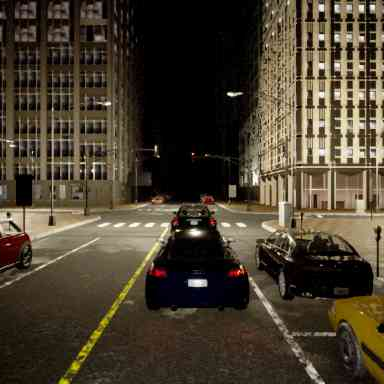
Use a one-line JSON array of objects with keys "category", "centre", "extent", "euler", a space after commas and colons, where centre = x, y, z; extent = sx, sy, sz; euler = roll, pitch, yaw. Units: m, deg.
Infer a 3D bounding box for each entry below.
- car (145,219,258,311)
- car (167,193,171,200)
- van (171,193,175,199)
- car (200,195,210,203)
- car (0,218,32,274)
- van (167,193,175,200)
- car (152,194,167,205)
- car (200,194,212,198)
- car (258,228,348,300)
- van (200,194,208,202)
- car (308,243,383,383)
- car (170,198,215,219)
[{"category": "car", "centre": [0.096, 1.563, 7.821], "extent": [1.994, 1.385, 4.181], "euler": [0, 0, 0]}, {"category": "car", "centre": [-5.764, 1.251, 63.106], "extent": [2.192, 1.841, 5.009], "euler": [0, 0, 0]}, {"category": "van", "centre": [-5.747, 1.236, 80.161], "extent": [1.690, 1.788, 3.998], "euler": [0, 0, 0]}, {"category": "car", "centre": [2.641, 1.363, 68.794], "extent": [1.967, 1.590, 4.097], "euler": [0, 0, 0]}, {"category": "car", "centre": [-5.695, 1.439, 8.158], "extent": [1.967, 1.590, 4.097], "euler": [0, 0, 0]}, {"category": "van", "centre": [-5.755, 1.205, 91.533], "extent": [1.690, 1.788, 3.998], "euler": [0, 0, 0]}, {"category": "car", "centre": [-5.826, 1.388, 57.421], "extent": [1.967, 1.590, 4.097], "euler": [0, 0, 0]}, {"category": "car", "centre": [2.745, 1.388, 57.426], "extent": [1.967, 1.590, 4.097], "euler": [0, 0, 0]}, {"category": "car", "centre": [2.685, 1.549, 8.165], "extent": [2.008, 1.369, 4.403], "euler": [0, 0, 0]}, {"category": "van", "centre": [2.637, 1.250, 74.479], "extent": [1.690, 1.788, 3.998], "euler": [0, 0, 0]}, {"category": "car", "centre": [2.689, 1.525, 2.668], "extent": [1.752, 1.417, 4.829], "euler": [0, 0, 0]}, {"category": "car", "centre": [0.086, 1.346, 16.454], "extent": [2.097, 1.767, 4.553], "euler": [0, 0, 0]}]
